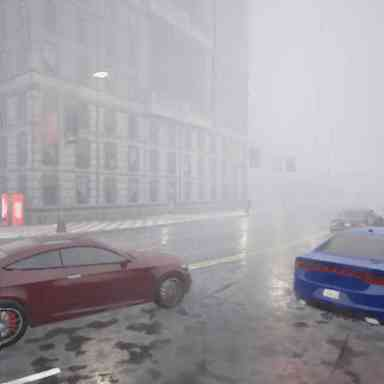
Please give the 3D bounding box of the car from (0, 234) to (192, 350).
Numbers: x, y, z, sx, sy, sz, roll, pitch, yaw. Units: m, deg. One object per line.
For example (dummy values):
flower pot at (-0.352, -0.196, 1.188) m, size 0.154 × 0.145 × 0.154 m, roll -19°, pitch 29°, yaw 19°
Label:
car at (-2.174, 1.535, 6.193) m, size 4.674 × 1.442 × 1.812 m, roll 0°, pitch 0°, yaw -36°

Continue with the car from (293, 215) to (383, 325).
car at (4.085, 1.486, 7.007) m, size 5.008 × 1.535 × 1.882 m, roll 0°, pitch 0°, yaw -42°

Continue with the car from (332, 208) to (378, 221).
car at (8.770, 1.568, 17.414) m, size 2.033 × 1.411 × 5.357 m, roll 0°, pitch 0°, yaw 38°
